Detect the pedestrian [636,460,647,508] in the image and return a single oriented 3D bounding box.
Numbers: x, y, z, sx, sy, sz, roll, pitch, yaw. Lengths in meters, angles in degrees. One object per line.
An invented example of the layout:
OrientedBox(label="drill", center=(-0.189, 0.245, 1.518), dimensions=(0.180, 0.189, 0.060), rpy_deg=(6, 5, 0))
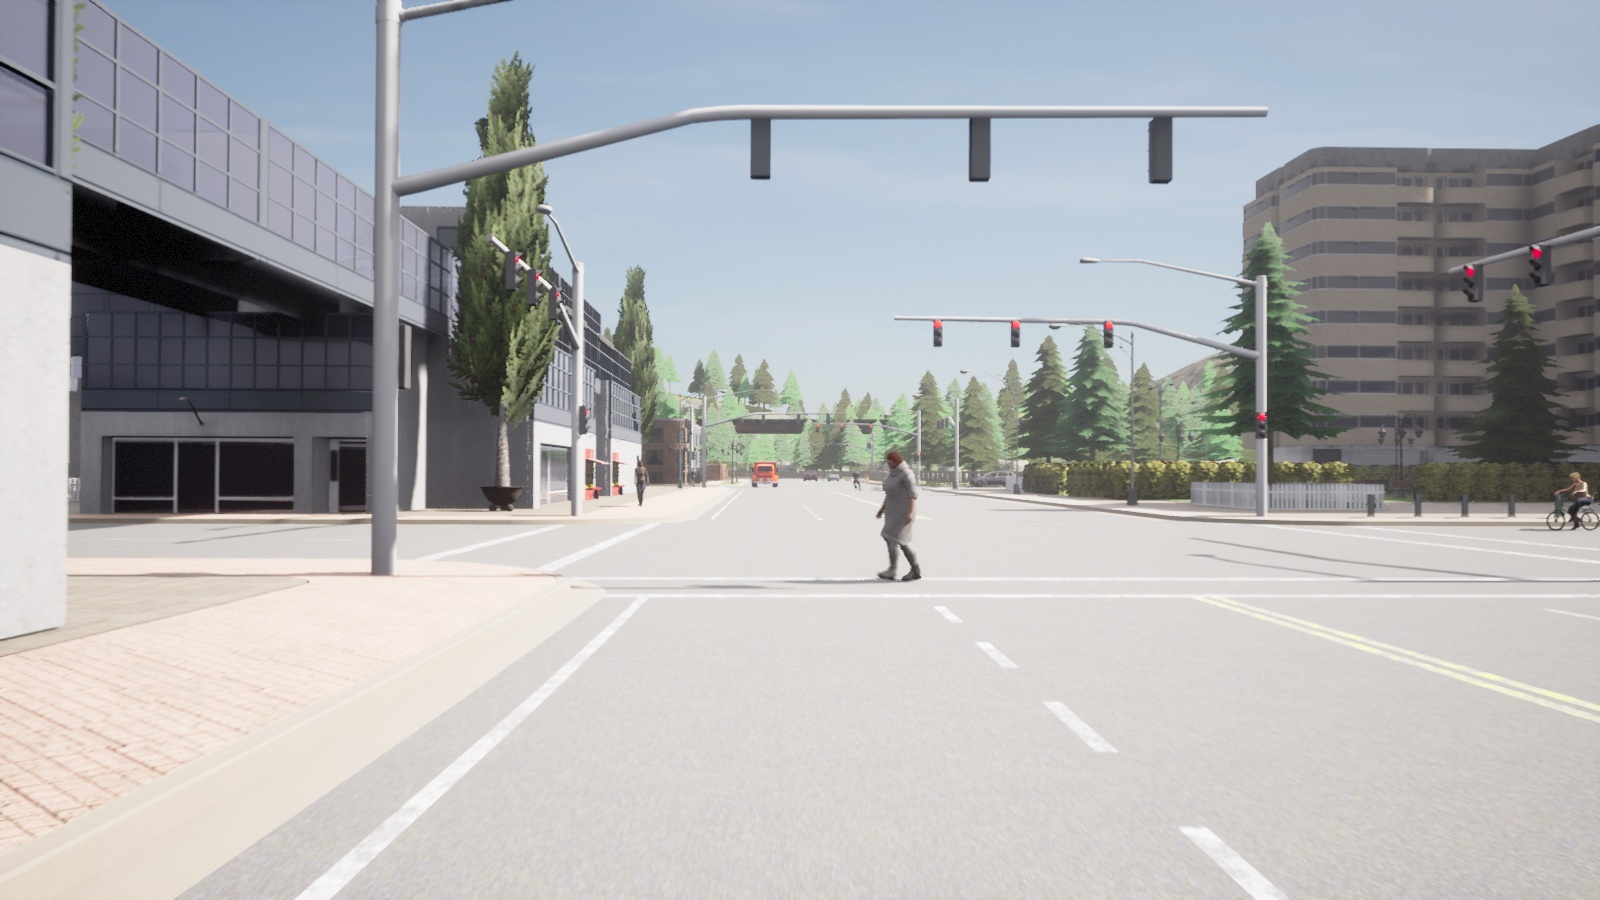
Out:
OrientedBox(label="pedestrian", center=(-6.102, 1.305, 48.251), dimensions=(0.328, 1.805, 0.869), rpy_deg=(0, -1, -2))

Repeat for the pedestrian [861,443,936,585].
OrientedBox(label="pedestrian", center=(1.386, 0.891, 17.730), dimensions=(0.873, 1.952, 0.659), rpy_deg=(0, -1, -15))

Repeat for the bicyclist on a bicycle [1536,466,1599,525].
OrientedBox(label="bicyclist on a bicycle", center=(21.348, 1.247, 34.700), dimensions=(1.509, 1.612, 0.866), rpy_deg=(0, -1, -2))
